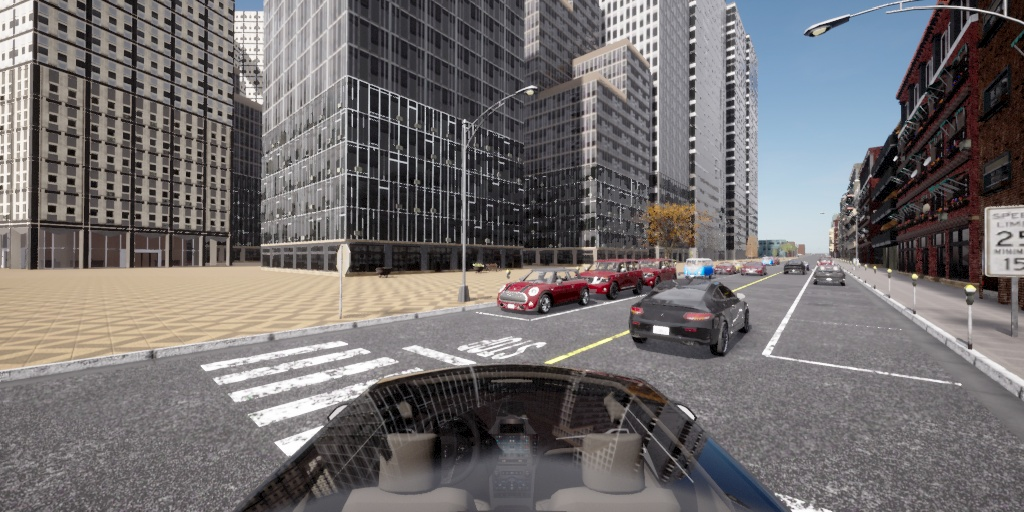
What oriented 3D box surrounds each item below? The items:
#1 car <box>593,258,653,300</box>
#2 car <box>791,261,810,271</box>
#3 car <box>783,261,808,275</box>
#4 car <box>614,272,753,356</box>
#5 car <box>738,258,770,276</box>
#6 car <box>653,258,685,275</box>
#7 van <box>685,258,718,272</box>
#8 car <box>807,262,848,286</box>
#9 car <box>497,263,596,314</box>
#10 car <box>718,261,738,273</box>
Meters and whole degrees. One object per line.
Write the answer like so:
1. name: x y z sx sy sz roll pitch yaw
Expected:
1. car: 4.971 1.069 18.044 2.192 1.841 5.009 0 0 41
2. car: 39.299 1.333 48.826 1.895 1.301 4.718 0 0 41
3. car: 31.163 1.250 39.437 1.837 1.490 4.892 0 0 41
4. car: 4.405 1.278 8.705 1.812 1.442 4.674 0 0 41
5. car: 25.196 1.275 37.269 1.812 1.442 4.674 0 0 41
6. car: 8.670 1.070 22.311 2.192 1.841 5.009 0 0 41
7. van: 16.067 1.095 30.844 1.690 1.789 3.998 0 0 41
8. car: 22.413 1.304 25.369 2.007 1.370 4.403 0 0 41
9. car: 1.273 1.193 13.778 1.967 1.591 4.097 0 0 41
10. car: 23.465 1.331 39.377 1.802 1.307 4.207 0 0 41
